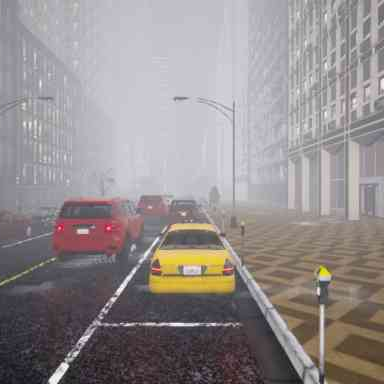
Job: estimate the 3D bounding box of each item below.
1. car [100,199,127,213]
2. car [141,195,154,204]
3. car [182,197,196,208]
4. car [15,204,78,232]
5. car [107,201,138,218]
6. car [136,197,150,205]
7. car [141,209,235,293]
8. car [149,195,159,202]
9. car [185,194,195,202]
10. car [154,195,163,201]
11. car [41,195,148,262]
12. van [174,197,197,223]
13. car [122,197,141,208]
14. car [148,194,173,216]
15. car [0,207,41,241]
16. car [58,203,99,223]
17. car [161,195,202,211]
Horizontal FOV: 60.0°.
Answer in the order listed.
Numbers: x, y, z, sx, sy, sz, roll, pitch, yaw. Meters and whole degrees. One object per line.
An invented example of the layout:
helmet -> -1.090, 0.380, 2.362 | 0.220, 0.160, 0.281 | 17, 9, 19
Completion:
car -> -8.844, 1.544, 37.723 | 2.008, 1.369, 4.403 | -1, 0, 0
car -> -8.845, 1.426, 66.141 | 1.967, 1.590, 4.097 | -1, 0, 0
car -> -0.463, 1.541, 49.090 | 2.008, 1.369, 4.403 | -1, 0, 0
car -> -8.844, 1.547, 20.672 | 2.008, 1.369, 4.403 | -1, 0, 0
car -> -6.241, 1.558, 30.392 | 1.994, 1.385, 4.181 | 0, 0, 0
car -> -8.843, 1.569, 60.458 | 1.802, 1.307, 4.206 | -1, 0, 0
car -> 0.004, 1.455, 8.841 | 1.801, 1.575, 5.366 | 0, 0, 0
car -> -8.843, 1.508, 77.339 | 1.752, 1.417, 4.829 | -1, 0, 0
car -> -0.465, 1.298, 77.509 | 2.192, 1.841, 5.009 | -1, 0, 0
car -> -8.844, 1.545, 88.876 | 1.947, 1.339, 4.313 | -1, 0, 0
car -> -3.151, 1.220, 12.231 | 2.150, 2.045, 5.566 | 0, 0, 0
van -> -0.465, 1.336, 26.356 | 1.690, 1.788, 3.998 | -1, 0, 0
car -> -8.843, 1.541, 49.090 | 2.008, 1.369, 4.403 | -1, 0, 0
car -> -3.054, 1.217, 27.033 | 2.150, 2.045, 5.566 | 0, 0, 0
car -> -8.843, 1.542, 14.989 | 1.887, 1.381, 4.507 | -1, 0, 0
car -> -8.843, 1.577, 26.356 | 1.802, 1.307, 4.206 | -1, 0, 0
car -> -0.465, 1.311, 20.672 | 2.192, 1.841, 5.009 | -1, 0, 0
